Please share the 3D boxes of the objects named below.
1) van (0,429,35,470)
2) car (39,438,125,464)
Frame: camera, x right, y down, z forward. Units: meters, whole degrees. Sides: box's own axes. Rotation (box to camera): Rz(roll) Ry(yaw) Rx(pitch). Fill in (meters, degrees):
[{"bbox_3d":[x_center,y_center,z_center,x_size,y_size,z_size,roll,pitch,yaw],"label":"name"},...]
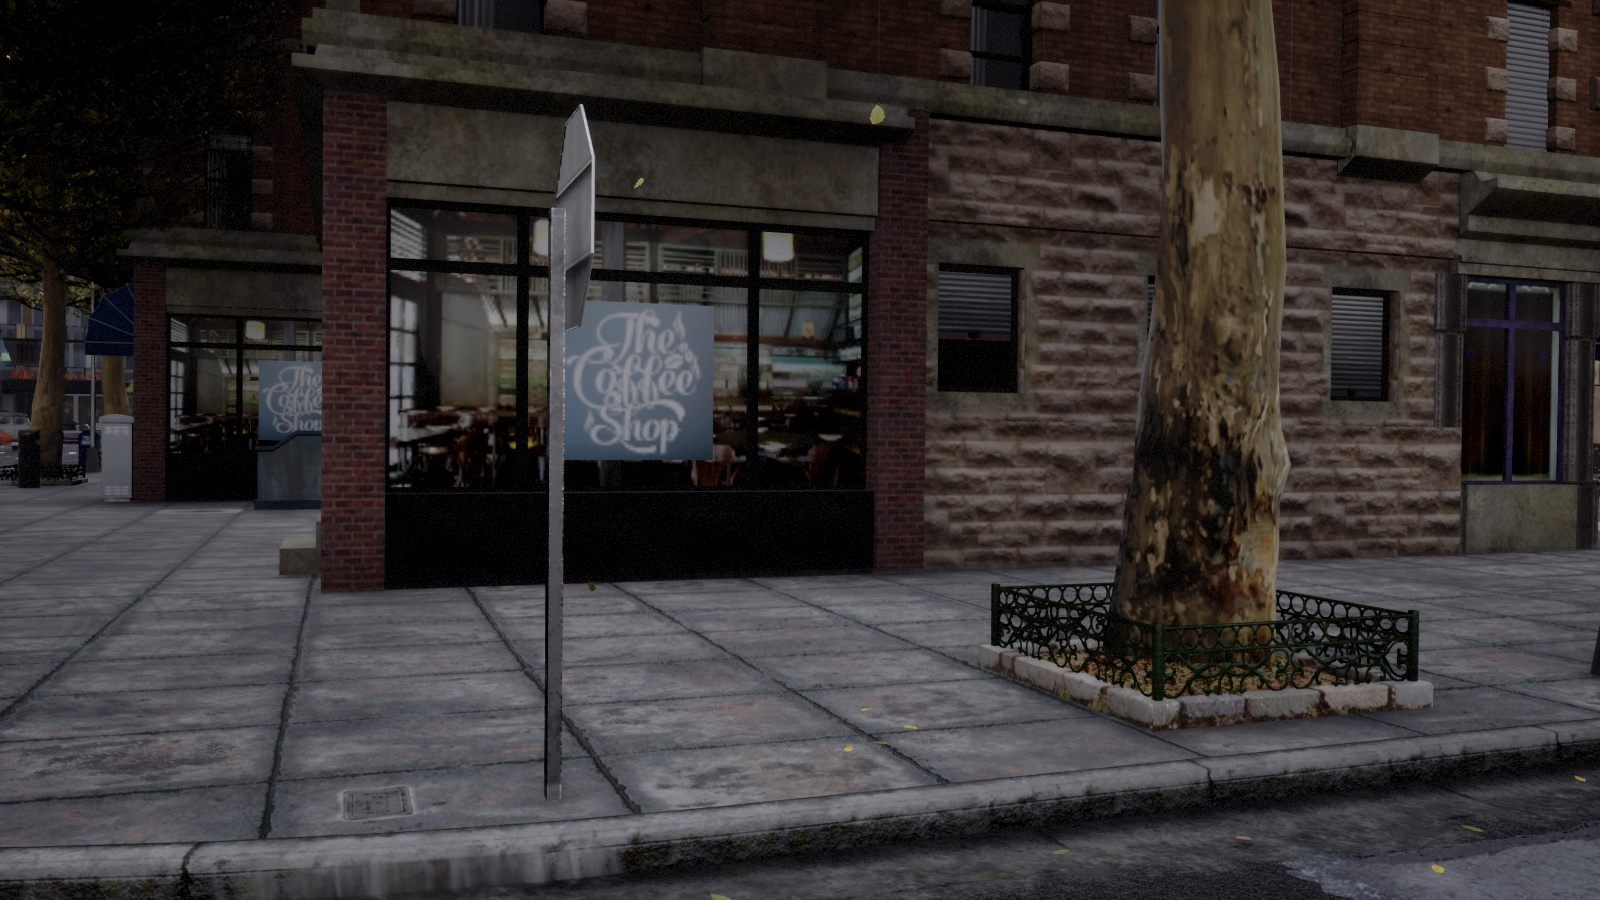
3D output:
[{"bbox_3d":[-40.432,-0.051,63.849,1.775,1.987,4.442,-1,1,-43],"label":"van"},{"bbox_3d":[-42.837,0.053,75.063,4.193,1.474,1.816,-1,1,-20],"label":"car"}]
